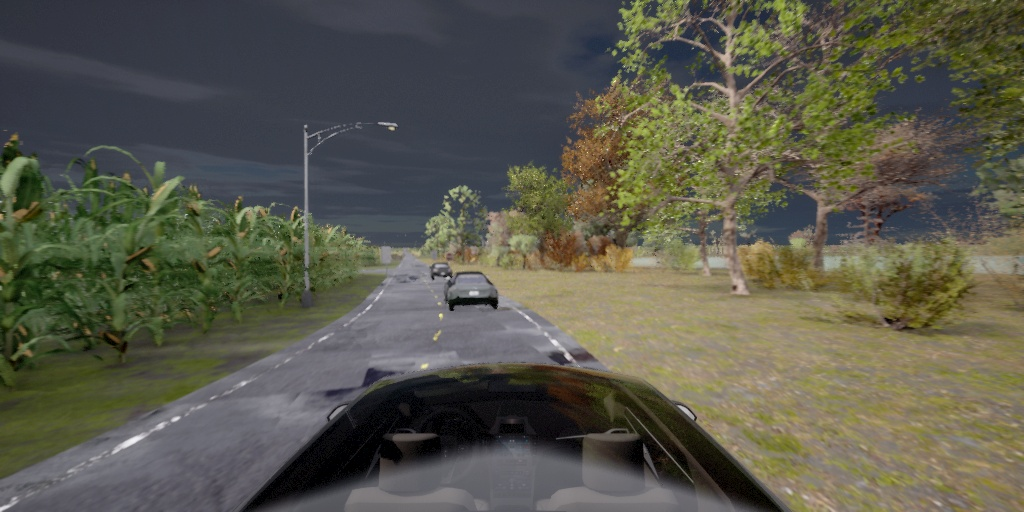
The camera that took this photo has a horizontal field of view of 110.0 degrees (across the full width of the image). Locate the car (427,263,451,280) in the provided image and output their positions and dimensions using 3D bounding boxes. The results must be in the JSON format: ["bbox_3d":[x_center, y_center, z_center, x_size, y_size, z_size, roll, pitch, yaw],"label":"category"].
[{"bbox_3d":[-6.333,1.299,31.843,1.812,1.442,4.674,-1,0,-16],"label":"car"}]

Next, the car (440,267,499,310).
[{"bbox_3d":[-1.817,1.326,15.066,1.994,1.385,4.181,-1,0,-13],"label":"car"}]
